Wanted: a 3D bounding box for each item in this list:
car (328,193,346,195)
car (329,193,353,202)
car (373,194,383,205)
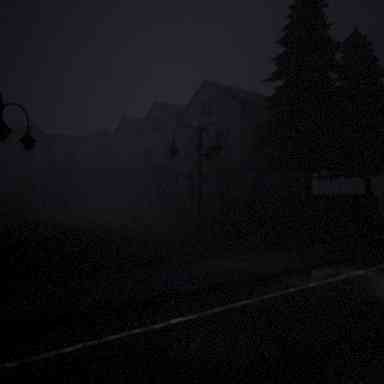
[{"bbox_3d":[31.976,1.224,74.147,1.905,1.878,3.866,0,0,-36],"label":"car"},{"bbox_3d":[34.089,1.251,76.183,1.932,1.855,4.605,0,0,-36],"label":"car"},{"bbox_3d":[29.240,1.211,50.725,1.932,1.855,4.605,0,0,-36],"label":"car"}]
